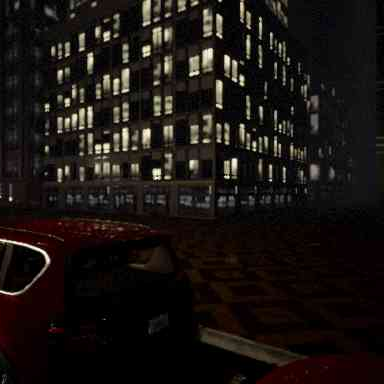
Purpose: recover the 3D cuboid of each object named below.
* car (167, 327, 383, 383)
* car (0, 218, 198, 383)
[{"bbox_3d":[2.258,1.553,1.269,4.507,1.381,1.887,0,0,35],"label":"car"},{"bbox_3d":[-2.253,1.287,4.483,5.009,1.841,2.192,0,0,35],"label":"car"}]
